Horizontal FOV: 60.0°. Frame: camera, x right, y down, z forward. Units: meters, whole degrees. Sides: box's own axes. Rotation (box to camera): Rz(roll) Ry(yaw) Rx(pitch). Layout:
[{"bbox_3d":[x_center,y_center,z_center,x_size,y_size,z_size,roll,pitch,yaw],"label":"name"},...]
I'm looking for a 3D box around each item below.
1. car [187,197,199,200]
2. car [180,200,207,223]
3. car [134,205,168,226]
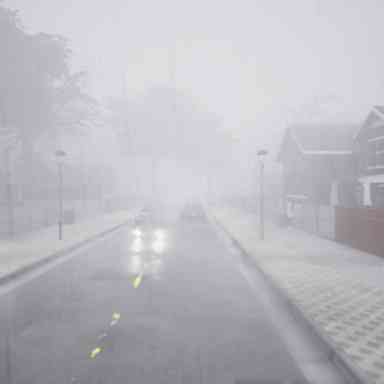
[{"bbox_3d":[0.114,1.364,42.324,2.097,1.767,4.553,0,0,0],"label":"car"},{"bbox_3d":[0.094,1.564,25.829,1.994,1.385,4.181,0,0,0],"label":"car"},{"bbox_3d":[-2.806,1.600,23.383,1.895,1.301,4.718,0,0,0],"label":"car"}]
